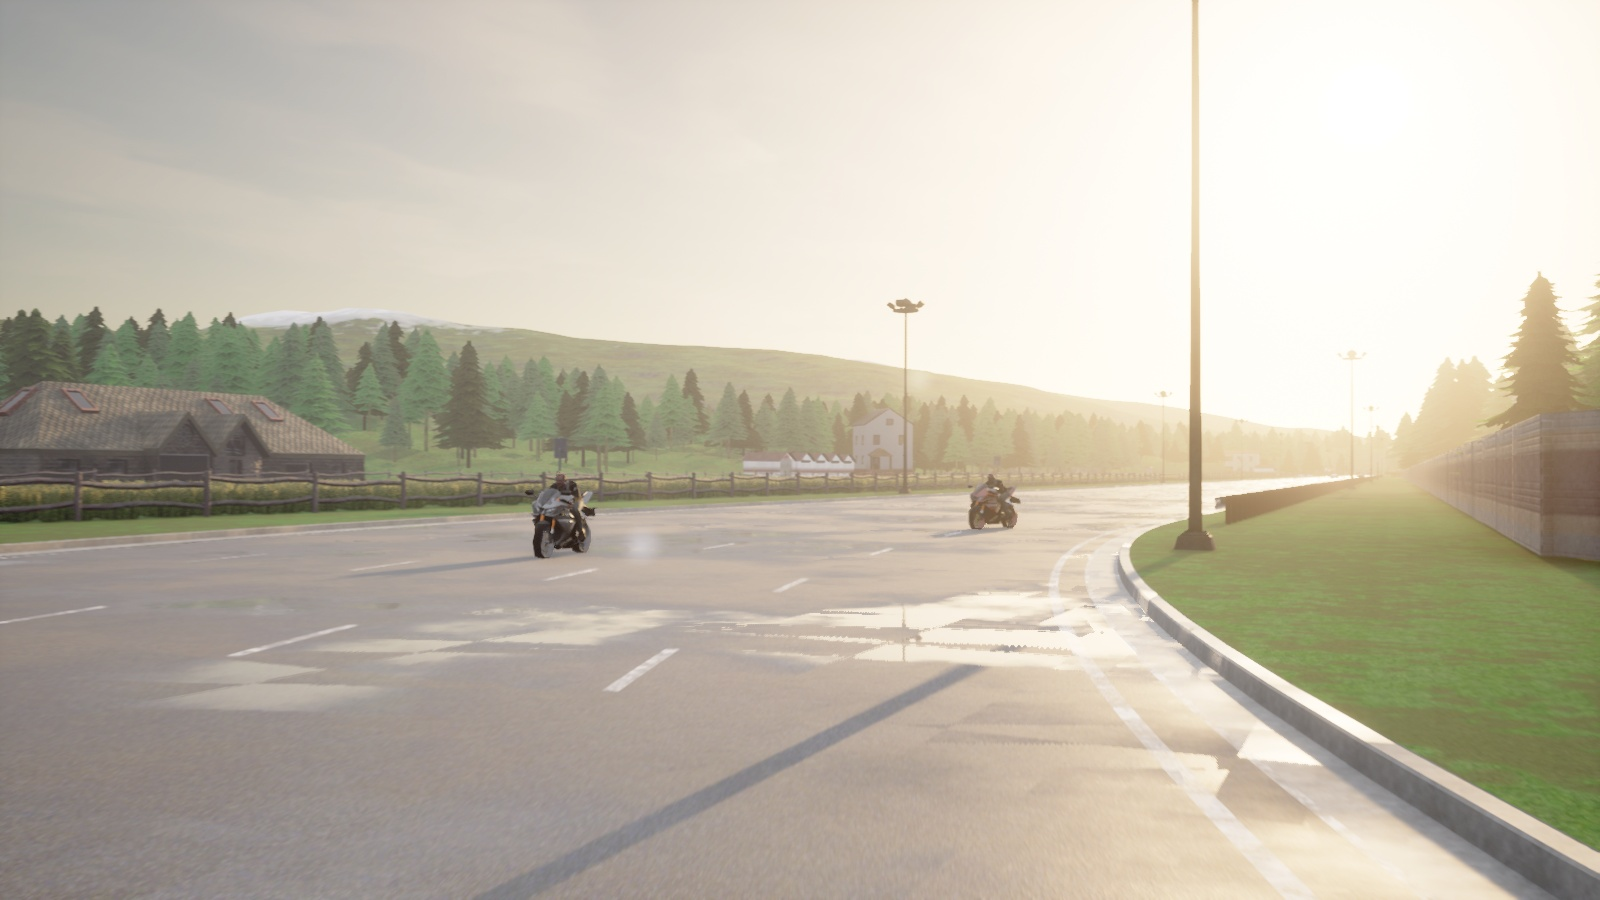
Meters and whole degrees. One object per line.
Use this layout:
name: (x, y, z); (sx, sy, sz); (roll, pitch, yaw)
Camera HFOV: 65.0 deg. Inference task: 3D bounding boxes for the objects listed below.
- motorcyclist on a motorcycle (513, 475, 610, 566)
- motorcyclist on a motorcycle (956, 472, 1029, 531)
motorcyclist on a motorcycle: (-4.250, 1.222, 22.567); (0.866, 1.530, 2.191); (0, -1, 14)
motorcyclist on a motorcycle: (5.209, 1.374, 33.865); (0.866, 1.530, 2.191); (-1, -1, 42)
